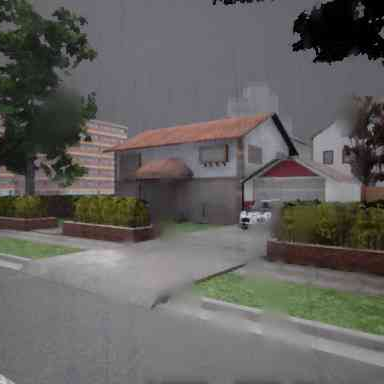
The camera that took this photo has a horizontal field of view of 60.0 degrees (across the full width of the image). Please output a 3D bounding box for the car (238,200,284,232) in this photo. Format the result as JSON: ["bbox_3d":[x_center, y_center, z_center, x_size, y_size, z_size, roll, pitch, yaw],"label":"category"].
[{"bbox_3d":[4.023,1.168,17.438,1.970,1.475,3.806,0,0,36],"label":"car"}]
